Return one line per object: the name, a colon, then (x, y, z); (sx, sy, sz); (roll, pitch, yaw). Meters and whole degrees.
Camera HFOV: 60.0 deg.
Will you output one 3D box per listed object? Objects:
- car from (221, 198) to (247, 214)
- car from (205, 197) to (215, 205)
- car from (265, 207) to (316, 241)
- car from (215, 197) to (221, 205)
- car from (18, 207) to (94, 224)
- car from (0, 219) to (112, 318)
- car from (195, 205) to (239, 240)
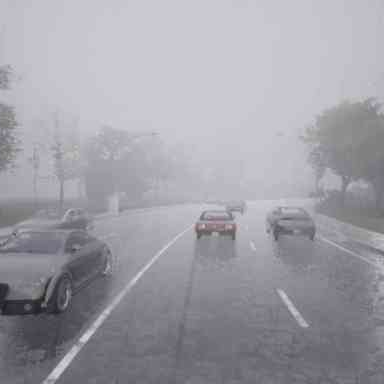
car: (4.695, 1.522, 34.898); (2.033, 1.411, 5.357); (0, 0, 14)
car: (3.901, 1.484, 55.571); (2.033, 1.411, 5.357); (0, 0, 22)
car: (4.824, 1.488, 16.715); (2.128, 1.511, 4.902); (0, 0, 7)
car: (5.242, 1.520, 49.141); (1.994, 1.385, 4.181); (0, 0, 20)
car: (-6.116, 1.453, 15.218); (2.128, 1.511, 4.902); (0, 0, 6)
car: (-3.250, 1.545, 7.398); (1.994, 1.385, 4.181); (0, 0, 4)
car: (1.324, 1.585, 17.129); (1.895, 1.301, 4.718); (0, 0, 7)
